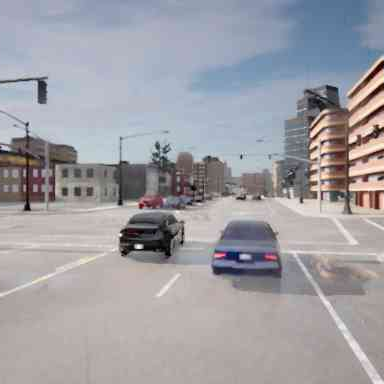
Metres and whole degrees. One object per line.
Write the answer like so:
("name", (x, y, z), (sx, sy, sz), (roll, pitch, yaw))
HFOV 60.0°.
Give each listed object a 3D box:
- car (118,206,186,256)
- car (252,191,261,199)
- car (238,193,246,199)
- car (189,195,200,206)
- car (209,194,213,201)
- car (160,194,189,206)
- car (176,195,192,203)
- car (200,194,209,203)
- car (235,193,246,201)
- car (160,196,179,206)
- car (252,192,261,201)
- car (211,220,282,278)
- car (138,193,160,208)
("car", (-1.454, 1.542, 13.316), (1.837, 1.490, 4.892), (0, 0, 7))
("car", (15.798, 0.763, 81.479), (2.097, 1.767, 4.553), (0, 0, 11))
("car", (12.388, 1.048, 82.286), (1.994, 1.385, 4.181), (0, 0, 11))
("car", (-0.544, 1.408, 52.121), (2.128, 1.511, 4.902), (0, 1, 11))
("car", (3.322, 1.107, 72.038), (1.882, 1.535, 5.008), (0, 1, 11))
("car", (-2.245, 1.363, 43.199), (2.097, 1.767, 4.553), (0, 1, 11))
("car", (-1.573, 1.286, 65.012), (2.033, 1.411, 5.357), (0, 1, 11))
("car", (1.347, 1.327, 61.784), (2.033, 1.411, 5.357), (0, 1, 11))
("car", (10.521, 1.211, 72.424), (1.895, 1.301, 4.718), (0, 1, 11))
("car", (-3.625, 1.414, 54.623), (1.812, 1.442, 4.674), (0, 1, 12))
("car", (13.861, 1.141, 71.260), (2.128, 1.511, 4.902), (0, 1, 11))
("car", (1.721, 1.584, 10.294), (2.033, 1.411, 5.357), (0, 0, 11))
("car", (-5.465, 1.221, 45.054), (2.150, 2.045, 5.566), (0, 1, 11))
